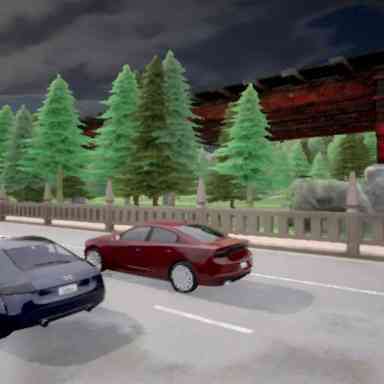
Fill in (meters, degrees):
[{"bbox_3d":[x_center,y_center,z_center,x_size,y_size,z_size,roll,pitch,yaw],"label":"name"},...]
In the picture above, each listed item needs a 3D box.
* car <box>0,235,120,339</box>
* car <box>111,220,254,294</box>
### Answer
[{"bbox_3d":[-3.669,1.579,6.636,4.181,1.385,1.994,0,0,36],"label":"car"},{"bbox_3d":[-0.835,1.492,8.910,5.008,1.535,1.882,0,0,36],"label":"car"}]
